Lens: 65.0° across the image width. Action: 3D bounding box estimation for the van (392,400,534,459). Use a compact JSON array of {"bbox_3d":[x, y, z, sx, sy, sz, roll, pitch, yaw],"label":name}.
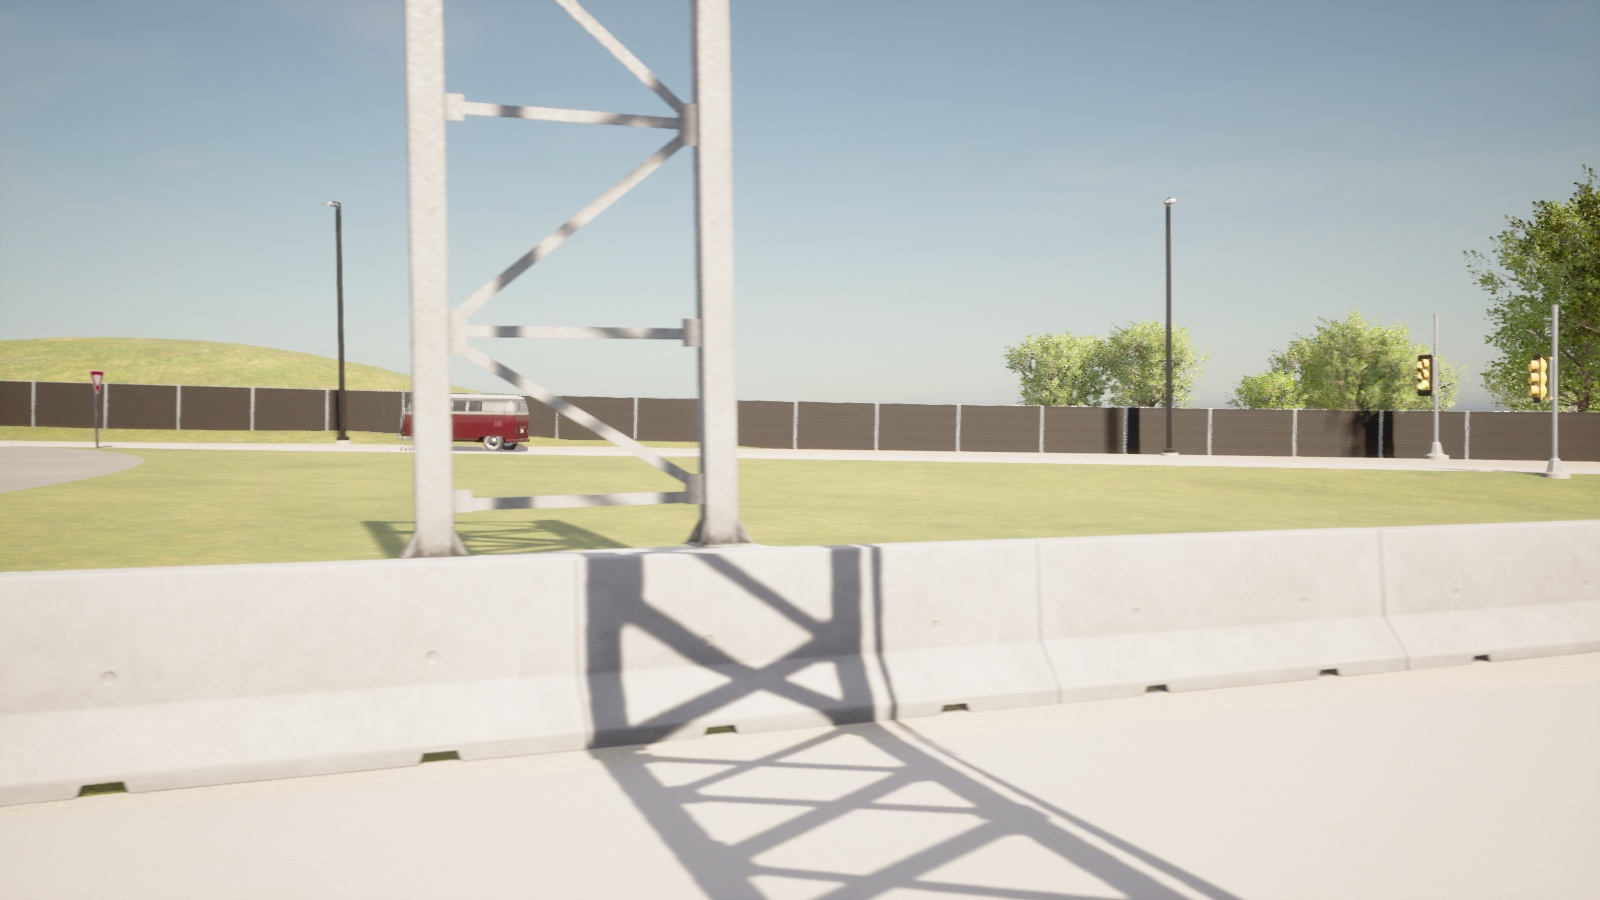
[{"bbox_3d":[-11.766,-0.711,43.999,4.442,1.987,1.775,0,2,6],"label":"van"}]
